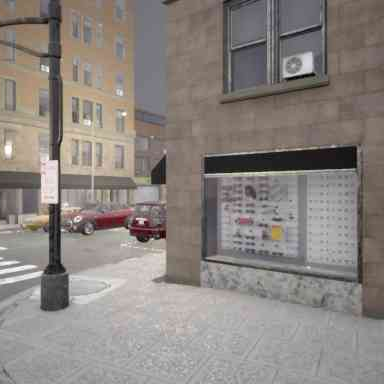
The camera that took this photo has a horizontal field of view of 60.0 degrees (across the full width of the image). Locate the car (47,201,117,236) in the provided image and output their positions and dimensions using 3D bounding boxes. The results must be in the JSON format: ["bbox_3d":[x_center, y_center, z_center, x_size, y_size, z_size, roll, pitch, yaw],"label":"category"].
[{"bbox_3d":[-5.317,1.344,18.744,2.097,1.767,4.553,0,0,35],"label":"car"}]

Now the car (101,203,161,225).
[{"bbox_3d":[-4.425,1.548,24.850,1.947,1.339,4.313,0,0,35],"label":"car"}]

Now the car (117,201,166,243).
[{"bbox_3d":[-0.676,1.305,15.314,2.192,1.841,5.009,0,0,35],"label":"car"}]

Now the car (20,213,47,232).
[{"bbox_3d":[-7.754,1.519,20.070,1.752,1.417,4.829,0,0,35],"label":"car"}]
